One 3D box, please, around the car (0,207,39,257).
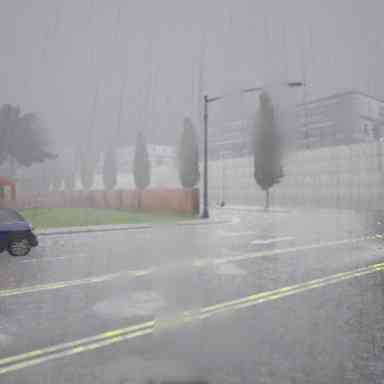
[{"bbox_3d":[-7.796,1.351,11.295,4.553,1.767,2.097,0,0,-35],"label":"car"}]
